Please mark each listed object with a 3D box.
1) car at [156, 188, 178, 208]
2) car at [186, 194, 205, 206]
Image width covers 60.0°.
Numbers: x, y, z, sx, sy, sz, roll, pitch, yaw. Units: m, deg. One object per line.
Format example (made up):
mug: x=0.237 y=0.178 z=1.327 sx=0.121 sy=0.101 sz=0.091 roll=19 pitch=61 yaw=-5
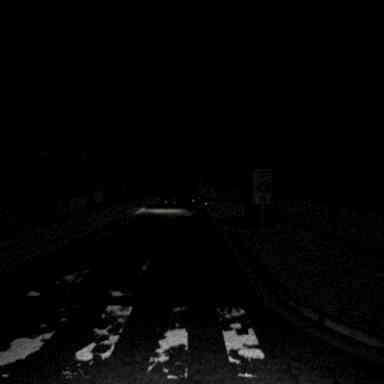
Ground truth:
car: x=-2.713 y=0.613 z=37.360 sx=2.150 sy=2.045 sz=5.566 roll=0 pitch=1 yaw=0
car: x=0.443 y=0.892 z=40.078 sx=1.994 sy=1.385 sz=4.181 roll=0 pitch=1 yaw=8
